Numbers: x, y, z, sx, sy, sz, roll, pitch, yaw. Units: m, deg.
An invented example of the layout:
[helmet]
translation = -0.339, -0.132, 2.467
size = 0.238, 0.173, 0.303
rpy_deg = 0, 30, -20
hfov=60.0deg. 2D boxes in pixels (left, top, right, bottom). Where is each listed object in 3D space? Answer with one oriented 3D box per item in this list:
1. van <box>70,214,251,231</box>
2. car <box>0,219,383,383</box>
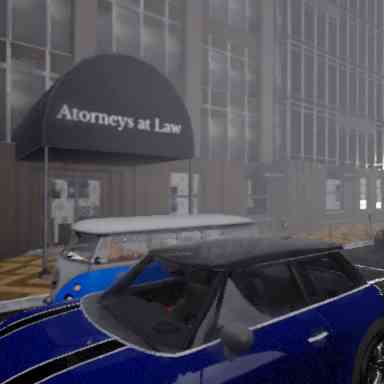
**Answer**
[van]
translation = -0.477, 1.342, 6.209
size = 3.998, 1.788, 1.690
rpy_deg = 0, 0, -35
[car]
translation = 0.107, 1.352, 3.456
size = 4.553, 1.767, 2.097
rpy_deg = 0, 0, -35
